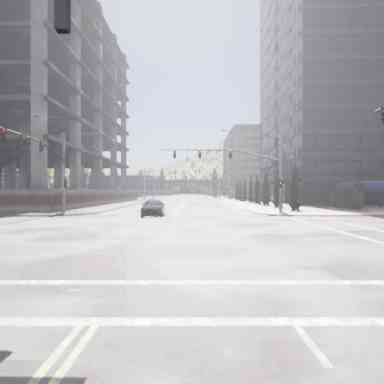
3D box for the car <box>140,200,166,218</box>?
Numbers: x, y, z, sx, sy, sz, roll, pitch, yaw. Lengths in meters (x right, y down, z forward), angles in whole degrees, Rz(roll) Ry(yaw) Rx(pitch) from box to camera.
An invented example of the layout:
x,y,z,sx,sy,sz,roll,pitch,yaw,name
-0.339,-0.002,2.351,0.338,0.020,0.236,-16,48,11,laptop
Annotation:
x,y,z,sx,sy,sz,roll,pitch,yaw,name
-3.484,1.458,30.252,1.882,1.535,5.008,0,0,0,car
